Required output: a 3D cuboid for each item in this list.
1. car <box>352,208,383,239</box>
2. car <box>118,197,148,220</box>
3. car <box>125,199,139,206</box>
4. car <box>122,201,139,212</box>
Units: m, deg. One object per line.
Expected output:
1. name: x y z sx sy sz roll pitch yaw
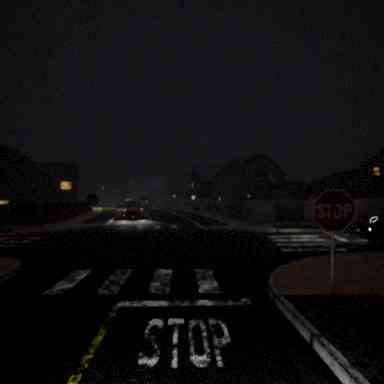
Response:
1. car: 10.189 1.199 15.908 4.553 1.767 2.097 -1 1 2
2. car: -5.575 1.653 31.591 2.097 1.767 4.553 0 -1 -10
3. car: -12.682 2.266 70.097 1.994 1.385 4.181 0 -1 -21
4. car: -9.067 2.077 48.710 2.033 1.411 5.357 0 -1 -14
